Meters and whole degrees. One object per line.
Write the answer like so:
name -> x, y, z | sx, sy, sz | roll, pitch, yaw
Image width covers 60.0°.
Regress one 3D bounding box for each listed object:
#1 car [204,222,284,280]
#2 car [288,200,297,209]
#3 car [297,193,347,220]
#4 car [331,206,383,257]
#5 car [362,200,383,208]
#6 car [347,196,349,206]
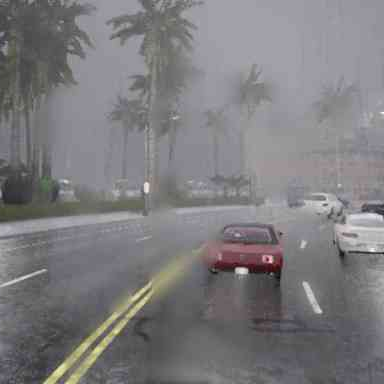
car -> 1.756, 1.563, 9.975 | 1.895, 1.301, 4.718 | 0, 0, 15
car -> 14.031, 1.456, 42.054 | 4.718, 1.301, 1.895 | 0, 0, -43
car -> 10.997, 1.129, 27.861 | 2.150, 2.045, 5.566 | 0, 0, 36
car -> 6.279, 1.487, 12.219 | 1.812, 1.442, 4.674 | 0, 0, 21
car -> 15.925, 1.392, 28.410 | 1.882, 1.535, 5.008 | 0, 0, 39
car -> 16.897, 1.091, 39.973 | 5.566, 2.045, 2.150 | 0, 0, -43
